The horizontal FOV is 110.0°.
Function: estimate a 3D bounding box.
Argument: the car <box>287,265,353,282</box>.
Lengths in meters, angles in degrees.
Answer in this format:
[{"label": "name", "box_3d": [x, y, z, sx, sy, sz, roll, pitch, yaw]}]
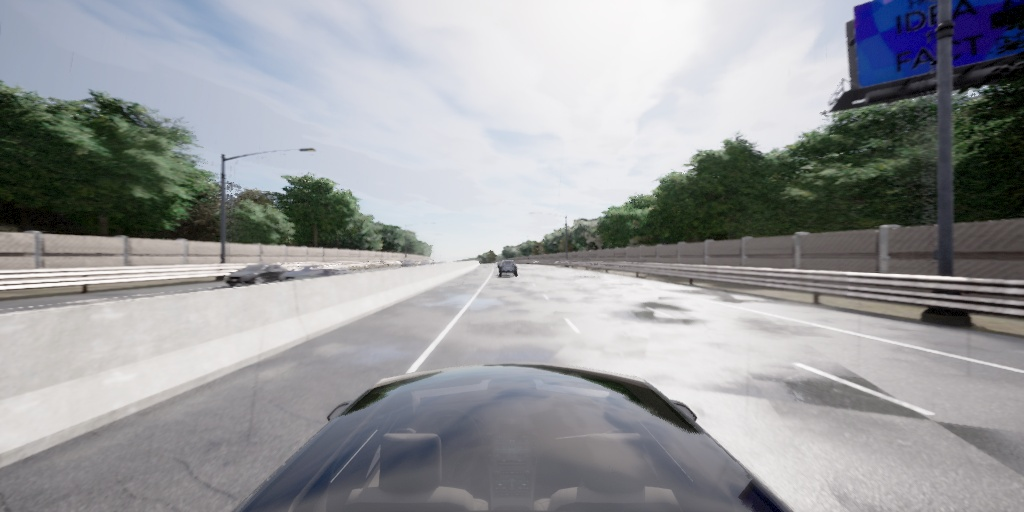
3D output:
[{"label": "car", "box_3d": [-10.740, 1.381, 21.126, 1.895, 1.301, 4.718, 0, 0, -1]}]

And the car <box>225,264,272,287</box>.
[{"label": "car", "box_3d": [-17.818, 1.302, 25.395, 1.837, 1.490, 4.892, 0, 0, -1]}]

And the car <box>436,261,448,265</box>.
[{"label": "car", "box_3d": [-12.037, 1.493, 62.546, 1.994, 1.385, 4.181, 0, 0, -2]}]

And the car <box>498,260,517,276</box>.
[{"label": "car", "box_3d": [-0.442, 1.242, 38.412, 2.033, 1.649, 4.856, 0, 0, -2]}]

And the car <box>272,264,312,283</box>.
[{"label": "car", "box_3d": [-14.310, 1.356, 25.151, 1.994, 1.385, 4.181, 0, 0, -1]}]
